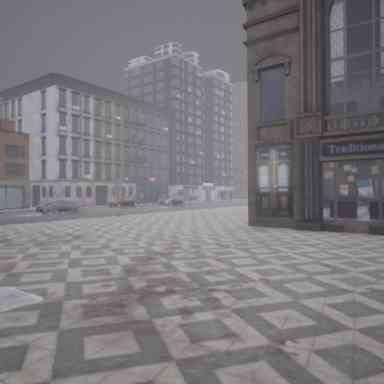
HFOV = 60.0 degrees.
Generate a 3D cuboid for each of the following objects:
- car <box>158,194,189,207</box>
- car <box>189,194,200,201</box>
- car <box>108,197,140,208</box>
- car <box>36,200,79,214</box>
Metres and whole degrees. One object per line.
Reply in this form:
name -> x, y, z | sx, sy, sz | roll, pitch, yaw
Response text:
car -> -3.025, 1.277, 49.724 | 2.097, 1.767, 4.553 | -1, 0, 36
car -> -0.476, 1.025, 58.789 | 1.882, 1.535, 5.008 | -1, 0, 35
car -> -9.462, 1.442, 46.317 | 1.882, 1.535, 5.008 | -1, 0, 36
car -> -13.905, 1.529, 34.480 | 1.994, 1.385, 4.181 | -1, 0, 36
